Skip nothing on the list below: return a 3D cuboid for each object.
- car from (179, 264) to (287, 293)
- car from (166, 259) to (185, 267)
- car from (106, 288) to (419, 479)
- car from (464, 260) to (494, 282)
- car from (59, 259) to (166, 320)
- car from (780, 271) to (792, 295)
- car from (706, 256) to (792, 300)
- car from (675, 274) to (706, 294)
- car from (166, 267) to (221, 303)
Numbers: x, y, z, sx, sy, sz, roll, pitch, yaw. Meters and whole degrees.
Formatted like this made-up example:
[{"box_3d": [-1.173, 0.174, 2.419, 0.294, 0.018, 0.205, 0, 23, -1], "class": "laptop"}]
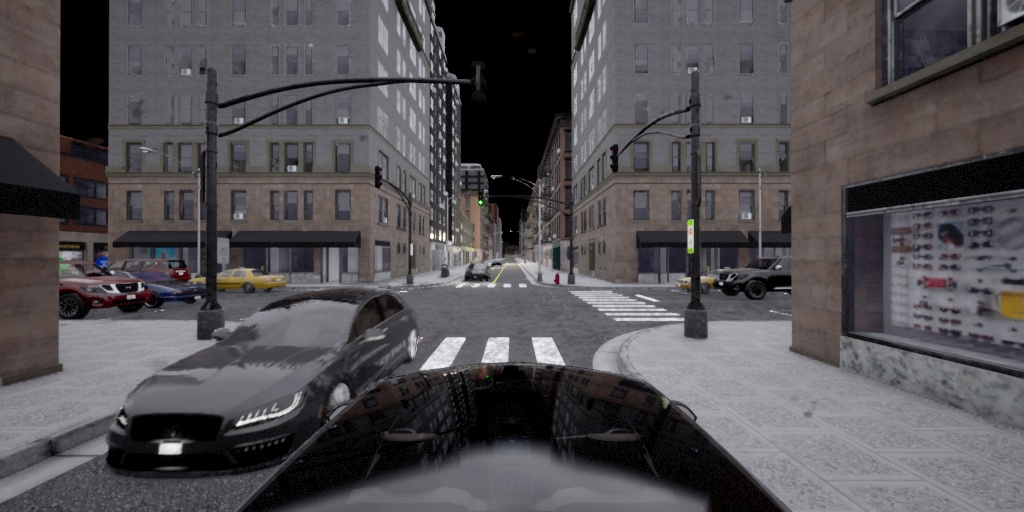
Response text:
[{"box_3d": [-15.240, 1.279, 19.872, 4.829, 1.417, 1.751, 0, 0, 0], "class": "car"}, {"box_3d": [-20.749, 1.063, 19.883, 5.009, 1.841, 2.192, 0, 0, 0], "class": "car"}, {"box_3d": [-2.749, 1.300, 5.315, 1.837, 1.490, 4.892, 0, 0, 0], "class": "car"}, {"box_3d": [-2.733, 1.266, 29.364, 1.882, 1.535, 5.008, 0, 1, 0], "class": "car"}, {"box_3d": [-15.094, 1.035, 11.846, 5.009, 1.841, 2.192, 0, 0, 0], "class": "car"}, {"box_3d": [11.788, 1.310, 11.792, 4.313, 1.339, 1.948, 0, 0, 0], "class": "car"}, {"box_3d": [12.848, 0.990, 17.283, 5.566, 2.045, 2.150, 0, 0, 0], "class": "car"}, {"box_3d": [11.644, 1.304, 19.817, 4.829, 1.417, 1.751, 0, 0, 0], "class": "car"}, {"box_3d": [-15.278, 1.278, 14.387, 5.357, 1.411, 2.033, 0, 0, 0], "class": "car"}]
